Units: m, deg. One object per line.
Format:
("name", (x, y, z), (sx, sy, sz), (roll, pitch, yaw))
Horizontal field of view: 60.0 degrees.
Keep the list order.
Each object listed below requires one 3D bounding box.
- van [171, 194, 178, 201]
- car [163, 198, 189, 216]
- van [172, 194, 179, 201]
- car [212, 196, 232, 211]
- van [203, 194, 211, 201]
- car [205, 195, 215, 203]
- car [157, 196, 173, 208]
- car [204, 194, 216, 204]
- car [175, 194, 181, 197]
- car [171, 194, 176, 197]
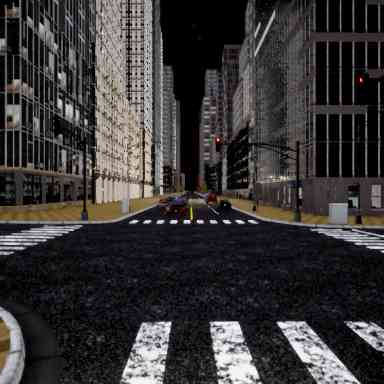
("van", (-4.203, 1.320, 80.402), (1.690, 1.788, 3.998), (0, 0, 0))
("car", (-1.517, 1.581, 33.078), (1.994, 1.385, 4.181), (0, 0, 0))
("van", (-4.229, 1.314, 85.929), (1.690, 1.788, 3.998), (0, 0, 0))
("car", (3.908, 1.579, 41.747), (1.947, 1.339, 4.313), (0, 0, 0))
("van", (3.677, 1.320, 80.439), (1.690, 1.788, 3.998), (0, 0, 0))
("car", (3.729, 1.432, 69.384), (1.967, 1.590, 4.097), (0, 0, 0))
("car", (-4.048, 1.592, 47.236), (1.802, 1.307, 4.206), (0, 0, 0))
("car", (3.755, 1.312, 63.856), (2.192, 1.841, 5.009), (0, 0, 0))
("car", (-1.610, 1.548, 60.388), (2.033, 1.411, 5.357), (0, 0, 0))
("car", (-4.125, 1.563, 63.819), (1.947, 1.339, 4.313), (0, 0, 0))
